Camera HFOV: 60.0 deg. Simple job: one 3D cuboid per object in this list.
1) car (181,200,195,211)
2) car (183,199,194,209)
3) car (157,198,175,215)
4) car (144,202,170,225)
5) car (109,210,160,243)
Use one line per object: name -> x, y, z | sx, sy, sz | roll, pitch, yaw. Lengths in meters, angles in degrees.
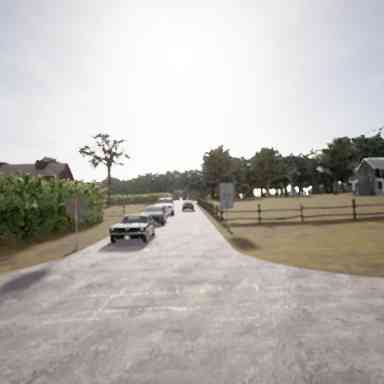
car -> -0.570, 2.083, 49.975 | 1.837, 1.490, 4.892 | -1, -1, -1
car -> -0.688, 2.174, 60.400 | 1.882, 1.535, 5.008 | -1, -1, -1
car -> -3.303, 1.761, 41.035 | 2.150, 2.045, 5.566 | -1, -1, 0
car -> -3.166, 1.869, 27.771 | 1.882, 1.535, 5.008 | -1, 0, -1
car -> -3.086, 1.885, 18.043 | 1.895, 1.301, 4.718 | -1, -1, 0
